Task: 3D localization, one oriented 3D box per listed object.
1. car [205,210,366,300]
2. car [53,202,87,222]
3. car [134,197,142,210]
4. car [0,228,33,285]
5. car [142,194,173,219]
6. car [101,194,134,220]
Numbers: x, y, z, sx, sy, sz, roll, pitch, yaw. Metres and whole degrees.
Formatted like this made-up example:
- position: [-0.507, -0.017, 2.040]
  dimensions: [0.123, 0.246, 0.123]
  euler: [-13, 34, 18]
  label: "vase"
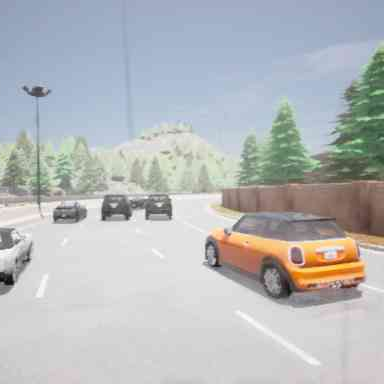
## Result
- position: [2.014, 1.293, 8.641]
  dimensions: [2.097, 1.767, 4.553]
  euler: [-1, 0, -21]
  label: "car"
- position: [-9.628, 1.524, 26.530]
  dimensions: [2.128, 1.511, 4.902]
  euler: [-1, 0, -8]
  label: "car"
- position: [-6.907, 1.422, 42.411]
  dimensions: [1.882, 1.535, 5.008]
  euler: [-1, 0, 1]
  label: "car"
- position: [-5.638, 1.639, 9.167]
  dimensions: [1.895, 1.301, 4.718]
  euler: [-1, 0, -19]
  label: "car"
- position: [-2.871, 1.160, 28.324]
  dimensions: [2.150, 2.045, 5.566]
  euler: [-1, 0, -7]
  label: "car"
- position: [-6.274, 1.203, 27.921]
  dimensions: [2.150, 2.045, 5.566]
  euler: [-1, 0, -8]
  label: "car"
